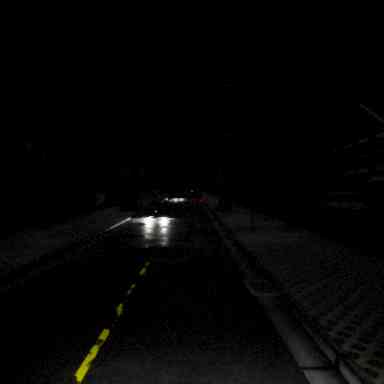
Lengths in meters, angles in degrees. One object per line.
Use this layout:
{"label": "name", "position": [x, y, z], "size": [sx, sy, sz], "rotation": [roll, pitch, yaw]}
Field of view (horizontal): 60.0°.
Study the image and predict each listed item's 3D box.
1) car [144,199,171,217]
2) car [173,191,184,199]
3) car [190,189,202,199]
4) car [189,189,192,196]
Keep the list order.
{"label": "car", "position": [-2.832, 1.303, 28.038], "size": [1.994, 1.385, 4.181], "rotation": [0, 1, 0]}
{"label": "car", "position": [-2.711, 0.565, 68.654], "size": [2.128, 1.511, 4.902], "rotation": [0, 1, 0]}
{"label": "car", "position": [1.000, 0.662, 64.451], "size": [1.812, 1.442, 4.674], "rotation": [0, 1, 0]}
{"label": "car", "position": [0.047, 0.272, 82.374], "size": [2.033, 1.411, 5.357], "rotation": [0, 1, 0]}
